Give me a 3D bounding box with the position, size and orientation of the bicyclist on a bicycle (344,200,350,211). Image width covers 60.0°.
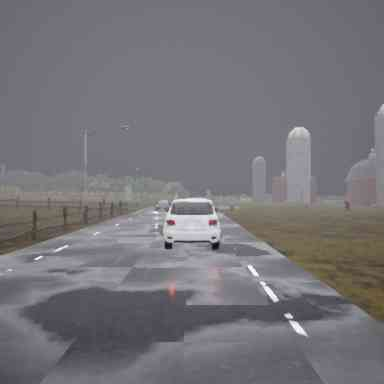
[{"bbox_3d":[24.291,2.136,52.140,0.582,1.620,1.656,1,-1,0],"label":"bicyclist on a bicycle"}]

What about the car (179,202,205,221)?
[{"bbox_3d":[0.000,1.628,29.663,2.033,1.411,5.357,0,0,0],"label":"car"}]

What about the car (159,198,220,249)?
[{"bbox_3d":[0.000,1.282,14.689,2.150,2.045,5.566,0,0,0],"label":"car"}]

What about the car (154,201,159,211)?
[{"bbox_3d":[-3.500,1.673,41.667,1.812,1.442,4.674,0,0,0],"label":"car"}]
